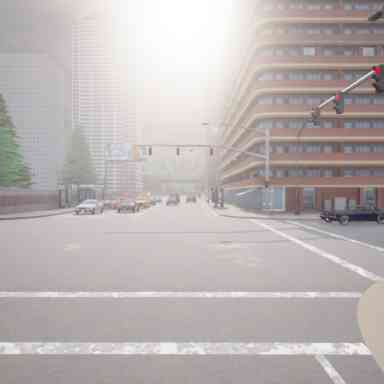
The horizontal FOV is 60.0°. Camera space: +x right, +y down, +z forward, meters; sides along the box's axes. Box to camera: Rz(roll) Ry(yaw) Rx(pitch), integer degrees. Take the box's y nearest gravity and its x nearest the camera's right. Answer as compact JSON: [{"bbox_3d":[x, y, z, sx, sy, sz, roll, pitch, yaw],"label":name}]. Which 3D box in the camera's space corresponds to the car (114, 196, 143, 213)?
[{"bbox_3d":[-7.148,1.526,37.730,1.812,1.442,4.674,0,0,0],"label":"car"}]

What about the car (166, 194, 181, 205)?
[{"bbox_3d":[-3.497,1.547,58.154,2.033,1.411,5.357,0,0,0],"label":"car"}]

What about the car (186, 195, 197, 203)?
[{"bbox_3d":[-0.118,1.350,69.644,2.097,1.767,4.553,0,0,0],"label":"car"}]

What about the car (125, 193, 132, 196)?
[{"bbox_3d":[-10.683,1.221,53.568,2.150,2.045,5.566,0,0,0],"label":"car"}]

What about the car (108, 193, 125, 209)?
[{"bbox_3d":[-10.672,1.352,43.839,2.097,1.767,4.553,0,0,0],"label":"car"}]

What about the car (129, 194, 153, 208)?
[{"bbox_3d":[-7.177,1.477,47.069,1.882,1.535,5.008,0,0,0],"label":"car"}]

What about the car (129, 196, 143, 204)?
[{"bbox_3d":[-10.651,1.505,63.985,1.837,1.490,4.892,0,0,0],"label":"car"}]

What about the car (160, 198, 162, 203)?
[{"bbox_3d":[-7.138,1.526,66.773,1.812,1.442,4.674,0,0,0],"label":"car"}]

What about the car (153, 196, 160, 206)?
[{"bbox_3d":[-7.179,1.491,56.548,2.128,1.511,4.902,0,0,0],"label":"car"}]

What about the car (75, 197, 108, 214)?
[{"bbox_3d":[-10.658,1.526,34.893,1.812,1.442,4.674,0,0,2],"label":"car"}]

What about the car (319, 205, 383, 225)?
[{"bbox_3d":[11.384,1.545,23.162,4.718,1.301,1.895,0,0,-13],"label":"car"}]
